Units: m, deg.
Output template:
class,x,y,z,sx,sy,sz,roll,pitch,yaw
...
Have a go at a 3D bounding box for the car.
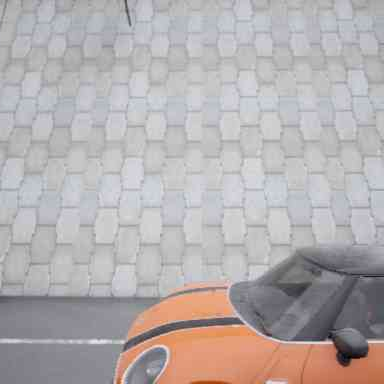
class,x,y,z,sx,sy,sz,roll,pitch,yaw
car,1.529,1.351,3.283,4.553,1.767,2.097,0,0,0
